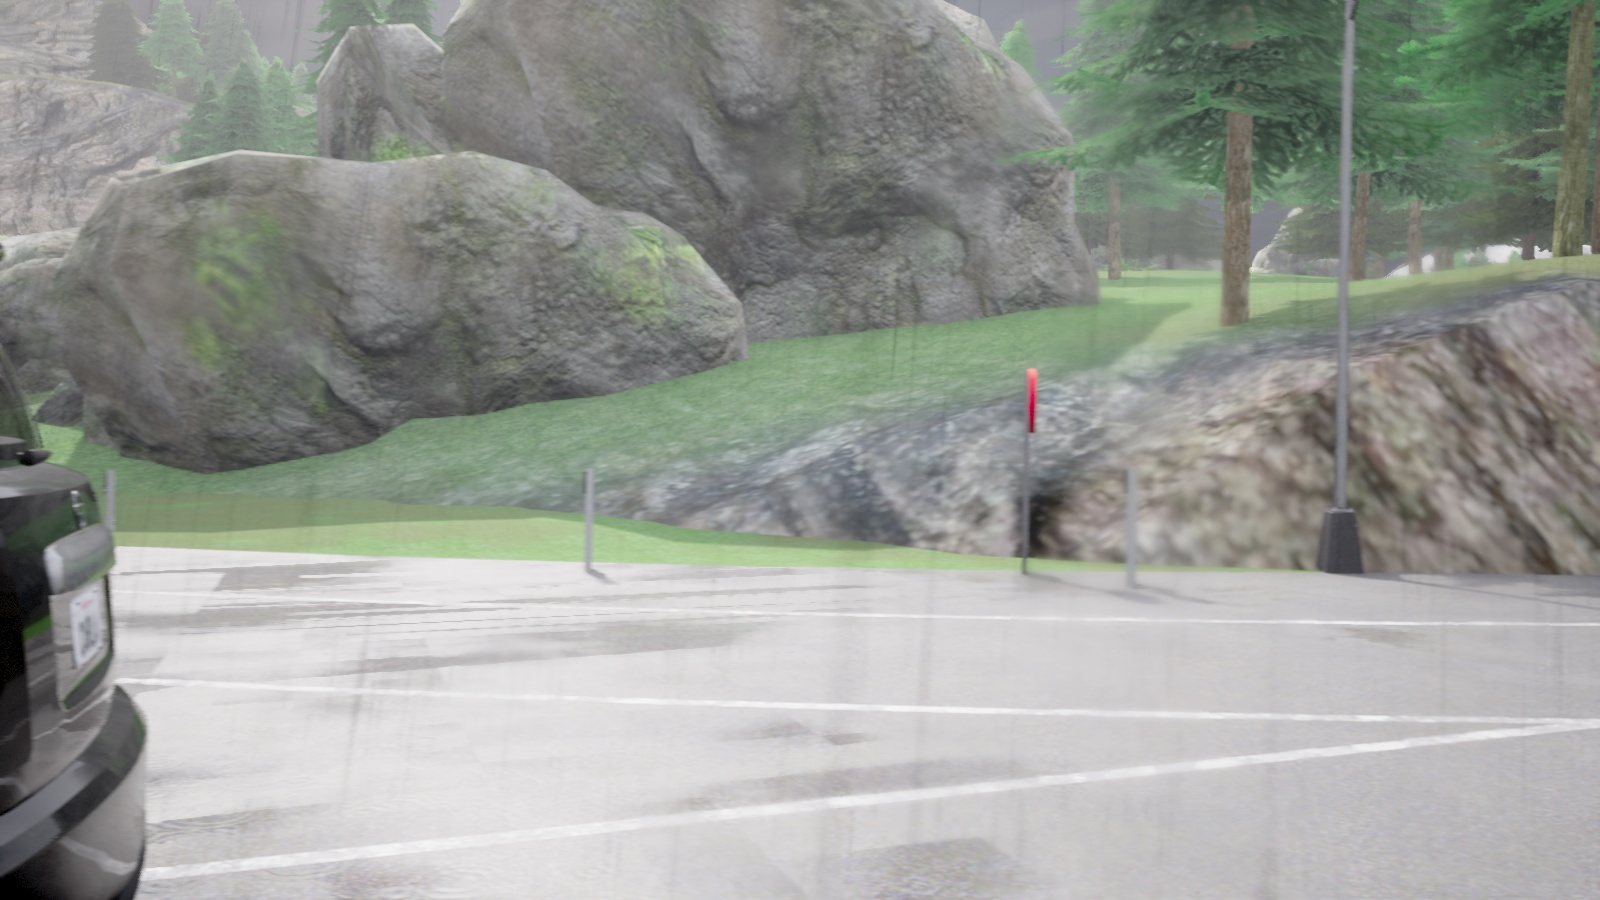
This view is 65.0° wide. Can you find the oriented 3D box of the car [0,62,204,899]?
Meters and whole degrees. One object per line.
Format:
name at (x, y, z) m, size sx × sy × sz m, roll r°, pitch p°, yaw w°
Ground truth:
car at (-3.995, 0.534, 1.719) m, size 5.566 × 2.045 × 2.150 m, roll -1°, pitch 1°, yaw -21°
